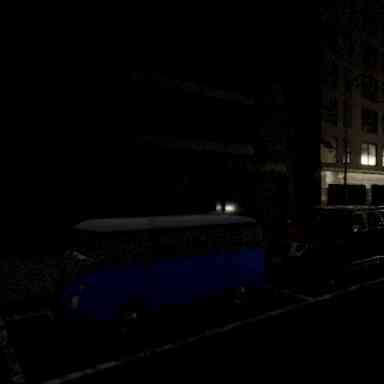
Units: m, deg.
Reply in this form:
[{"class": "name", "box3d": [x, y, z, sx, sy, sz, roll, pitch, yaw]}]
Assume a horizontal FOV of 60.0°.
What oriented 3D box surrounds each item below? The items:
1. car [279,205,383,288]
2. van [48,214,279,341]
[{"class": "car", "box3d": [4.085, 1.320, 9.443, 5.009, 1.841, 2.192, 0, 0, -35]}, {"class": "van", "box3d": [-0.416, 1.343, 6.236, 3.998, 1.788, 1.690, 0, 0, -35]}]
